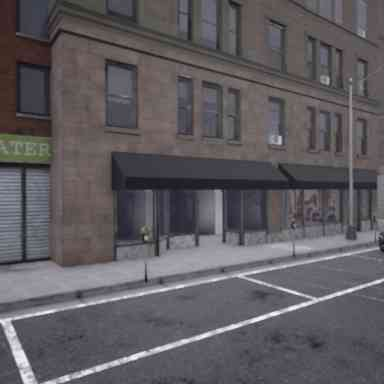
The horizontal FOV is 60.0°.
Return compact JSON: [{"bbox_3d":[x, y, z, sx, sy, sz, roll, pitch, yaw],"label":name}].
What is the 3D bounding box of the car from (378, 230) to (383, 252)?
[{"bbox_3d":[9.029,1.629,13.018,4.507,1.381,1.887,0,-1,-36],"label":"car"}]
